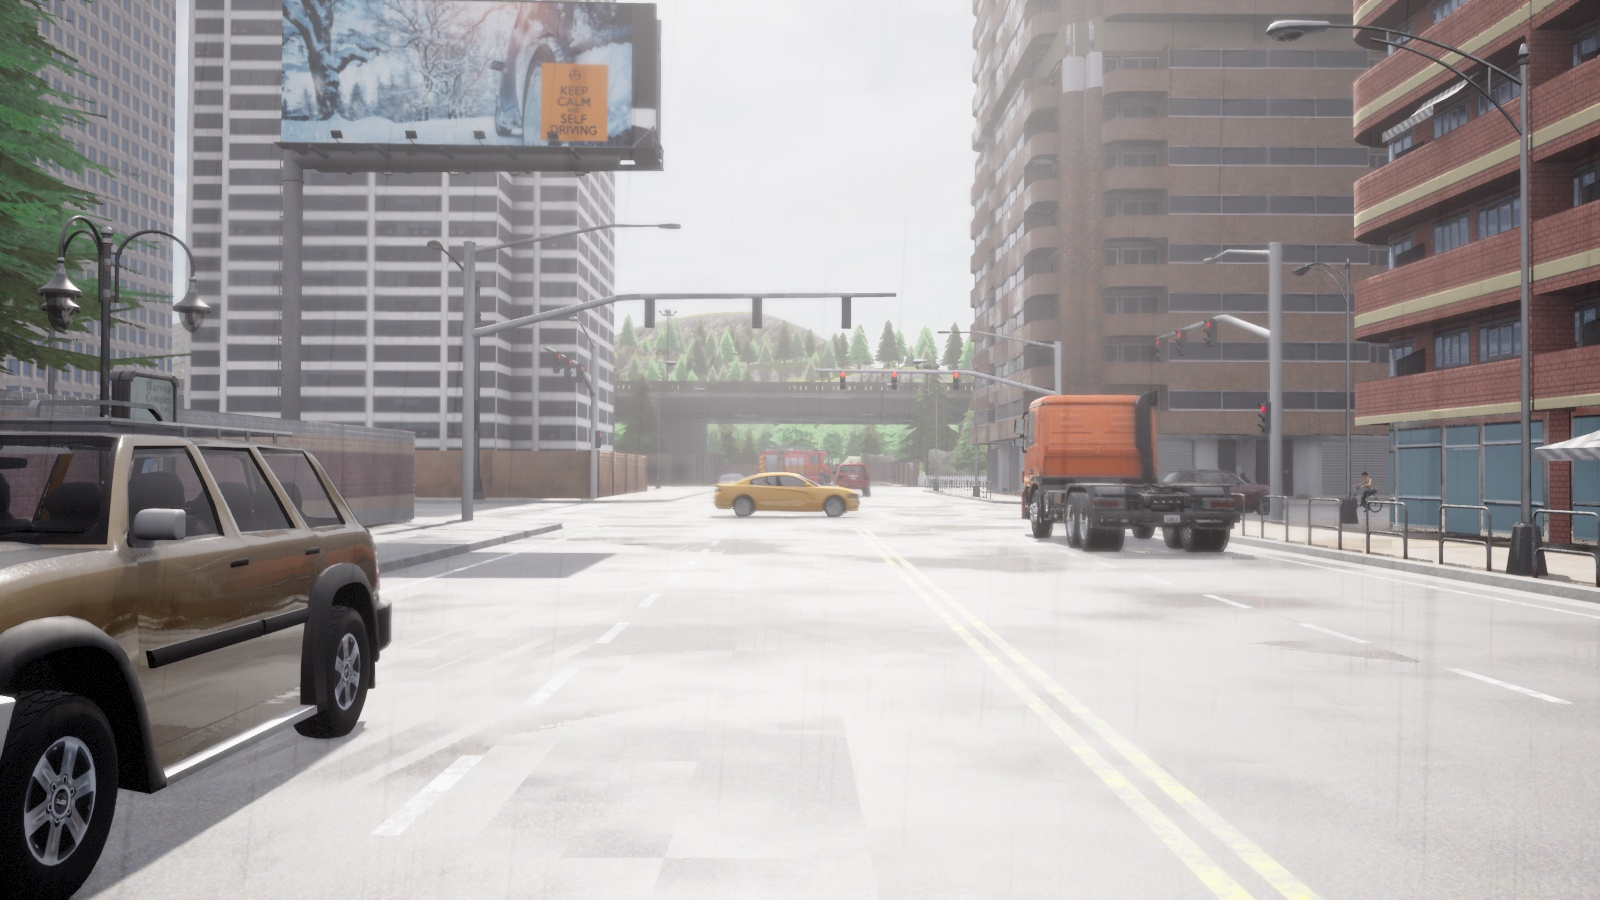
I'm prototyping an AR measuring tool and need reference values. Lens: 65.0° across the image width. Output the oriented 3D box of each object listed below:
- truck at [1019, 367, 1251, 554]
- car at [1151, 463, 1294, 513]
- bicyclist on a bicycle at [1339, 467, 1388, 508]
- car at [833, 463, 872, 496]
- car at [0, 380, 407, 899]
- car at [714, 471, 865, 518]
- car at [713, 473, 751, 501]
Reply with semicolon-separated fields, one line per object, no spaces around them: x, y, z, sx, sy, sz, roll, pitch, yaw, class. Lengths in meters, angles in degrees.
6.917;0.263;27.349;2.891;3.462;7.936;0;-1;0;truck
15.519;1.386;46.276;4.553;1.767;2.097;0;-1;0;car
22.322;1.495;49.752;1.509;1.612;0.866;0;-1;0;bicyclist on a bicycle
3.273;1.848;79.275;2.150;2.045;5.566;0;-1;0;car
-3.519;0.744;5.890;1.932;1.855;4.605;0;-1;0;car
-0.350;1.511;42.814;5.008;1.535;1.882;0;-1;0;car
-3.696;2.011;68.991;1.812;1.442;4.674;0;-1;0;car
